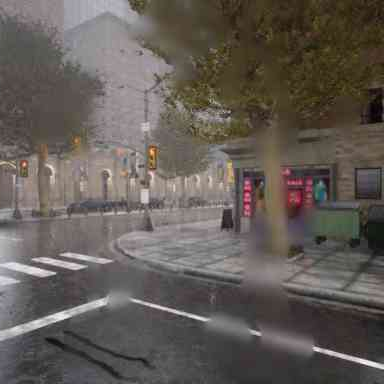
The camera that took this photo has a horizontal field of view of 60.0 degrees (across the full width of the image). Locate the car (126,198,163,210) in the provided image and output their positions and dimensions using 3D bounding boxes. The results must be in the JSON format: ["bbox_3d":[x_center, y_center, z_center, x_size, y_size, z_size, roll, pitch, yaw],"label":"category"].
[{"bbox_3d":[-5.680,1.505,42.760,1.837,1.490,4.892,0,0,36],"label":"car"}]

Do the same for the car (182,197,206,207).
[{"bbox_3d":[0.343,1.506,51.081,1.837,1.490,4.892,0,0,36],"label":"car"}]

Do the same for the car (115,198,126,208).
[{"bbox_3d":[-10.164,1.595,47.912,1.895,1.301,4.718,0,0,36],"label":"car"}]

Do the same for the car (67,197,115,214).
[{"bbox_3d":[-10.970,1.352,35.442,2.097,1.767,4.553,0,0,36],"label":"car"}]
